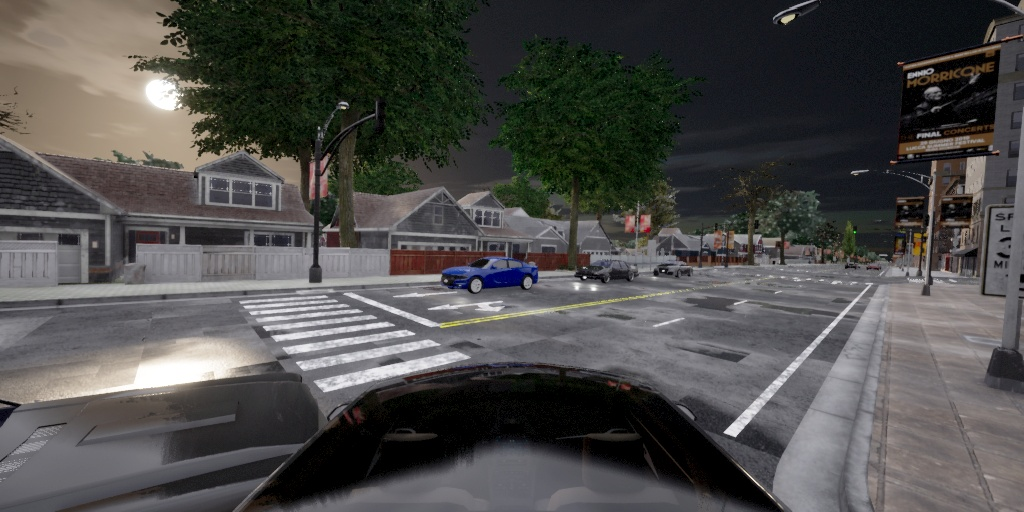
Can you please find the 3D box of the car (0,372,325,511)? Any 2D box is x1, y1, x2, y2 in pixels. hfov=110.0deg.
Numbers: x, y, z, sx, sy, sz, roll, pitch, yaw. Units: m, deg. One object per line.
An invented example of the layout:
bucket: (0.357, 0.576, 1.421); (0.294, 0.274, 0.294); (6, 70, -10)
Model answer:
car: (-3.317, 1.272, 1.448); (4.718, 1.301, 1.895); (1, 2, -33)

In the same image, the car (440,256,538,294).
car: (-0.916, 0.780, 16.602); (5.008, 1.535, 1.882); (1, 2, -43)

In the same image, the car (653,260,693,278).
car: (13.632, 1.033, 30.250); (4.181, 1.385, 1.994); (1, 2, -44)

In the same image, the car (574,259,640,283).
car: (6.342, 0.931, 23.425); (5.357, 1.411, 2.033); (1, 2, -43)
